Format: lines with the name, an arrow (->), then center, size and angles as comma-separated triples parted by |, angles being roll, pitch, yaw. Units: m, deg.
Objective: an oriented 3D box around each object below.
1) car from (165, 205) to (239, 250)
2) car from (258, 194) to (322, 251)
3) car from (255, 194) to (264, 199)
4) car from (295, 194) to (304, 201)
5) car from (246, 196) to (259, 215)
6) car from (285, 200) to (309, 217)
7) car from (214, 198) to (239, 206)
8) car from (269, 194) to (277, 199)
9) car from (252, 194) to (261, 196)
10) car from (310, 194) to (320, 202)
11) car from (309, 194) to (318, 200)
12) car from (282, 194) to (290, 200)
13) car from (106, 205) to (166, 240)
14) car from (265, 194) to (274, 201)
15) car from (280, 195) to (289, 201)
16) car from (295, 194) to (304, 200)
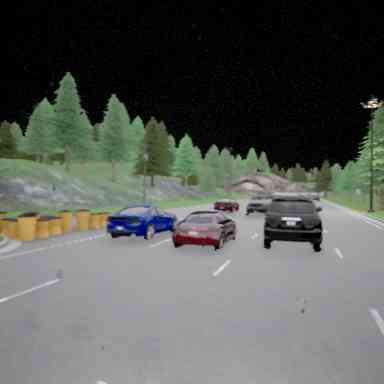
car -> 0.665, 1.505, 14.354 | 1.994, 1.385, 4.181 | 1, 0, 18
car -> 4.407, 1.206, 14.512 | 2.150, 2.045, 5.566 | 1, 1, 18
car -> 18.894, 1.291, 92.524 | 1.895, 1.301, 4.718 | 1, 0, 18
car -> 25.857, 1.271, 80.082 | 2.097, 1.767, 4.553 | 1, 0, 18
car -> 6.357, 1.432, 31.660 | 1.837, 1.490, 4.892 | 1, 1, 18
car -> 10.007, 1.532, 31.560 | 1.994, 1.385, 4.181 | 1, 0, 18
car -> 3.672, 1.359, 34.697 | 1.882, 1.535, 5.008 | 1, 1, 18
car -> 22.341, 1.217, 91.797 | 1.882, 1.535, 5.008 | 1, 0, 18
car -> 15.630, 1.329, 82.599 | 2.033, 1.411, 5.357 | 1, 0, 18
car -> 29.182, 1.314, 78.989 | 2.097, 1.767, 4.553 | 1, 0, 18
car -> 32.314, 1.367, 88.518 | 1.837, 1.490, 4.892 | 1, 0, 18
car -> 25.534, 1.322, 90.309 | 2.033, 1.411, 5.357 | 1, 0, 18
car -> -2.304, 1.375, 16.521 | 1.882, 1.535, 5.008 | 1, 1, 18
car -> 19.216, 1.330, 82.297 | 1.837, 1.490, 4.892 | 1, 0, 18
car -> 22.540, 1.397, 81.204 | 1.812, 1.442, 4.674 | 1, 0, 18
car -> 28.859, 1.350, 89.216 | 2.128, 1.511, 4.902 | 1, 0, 18
